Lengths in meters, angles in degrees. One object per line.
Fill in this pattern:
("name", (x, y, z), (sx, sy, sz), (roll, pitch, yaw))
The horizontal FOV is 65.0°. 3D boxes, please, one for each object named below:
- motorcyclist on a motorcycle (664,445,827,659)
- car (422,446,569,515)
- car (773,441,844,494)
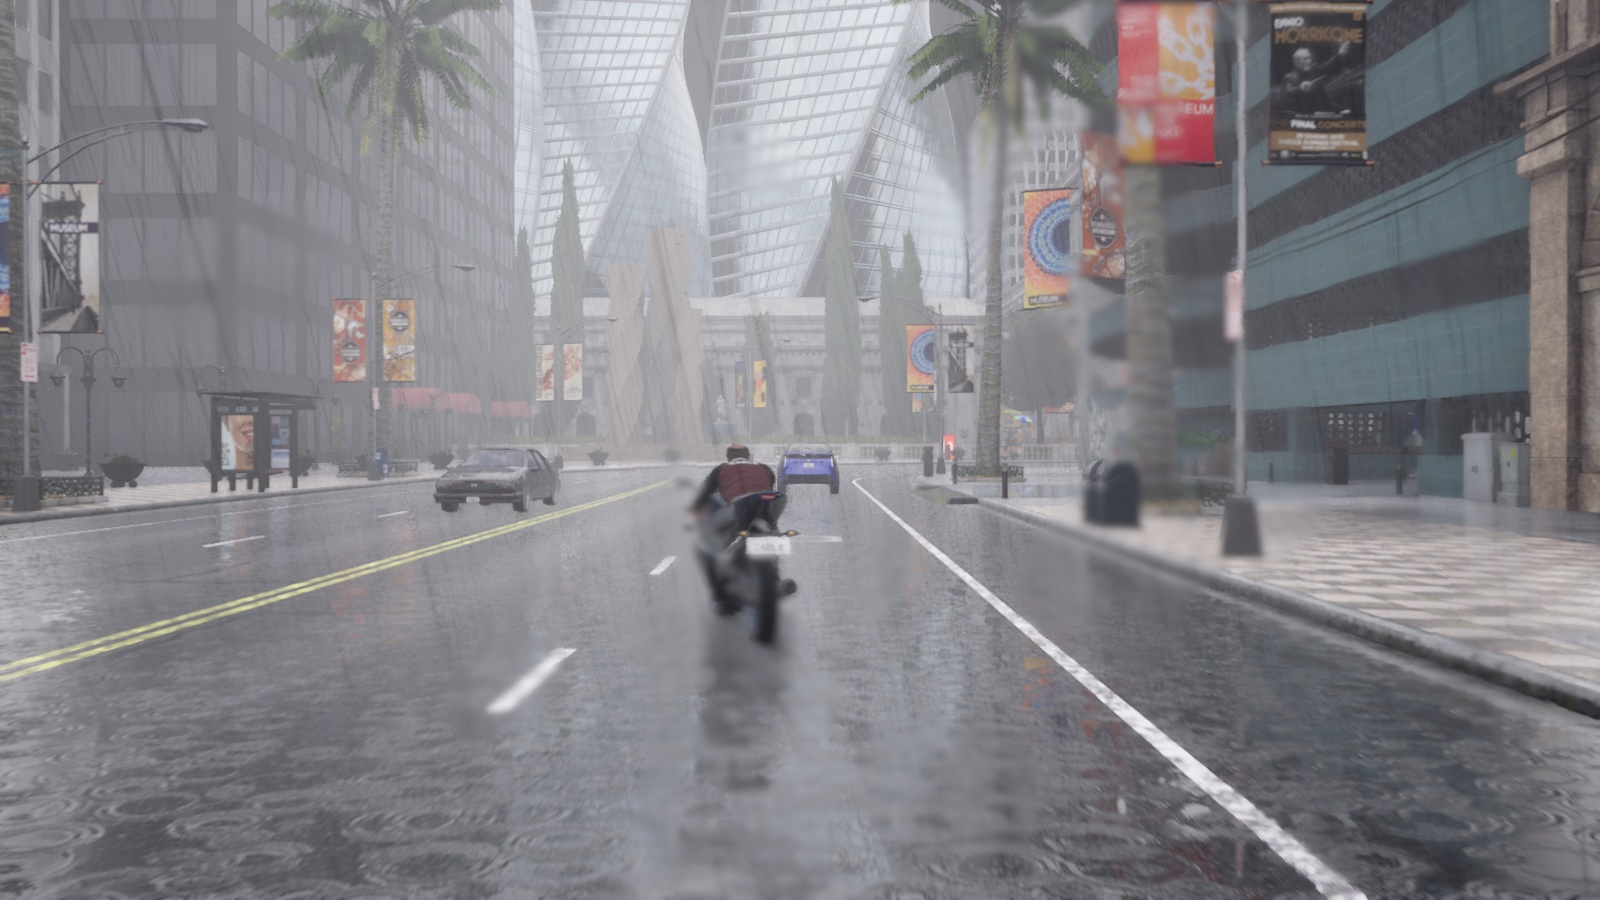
("motorcyclist on a motorcycle", (-0.501, 0.726, 10.167), (0.866, 1.530, 2.191), (0, 0, -14))
("car", (-6.818, 0.633, 28.781), (2.033, 1.411, 5.357), (0, 0, 1))
("car", (0.241, 0.486, 38.228), (2.007, 1.525, 4.514), (0, 0, 0))
